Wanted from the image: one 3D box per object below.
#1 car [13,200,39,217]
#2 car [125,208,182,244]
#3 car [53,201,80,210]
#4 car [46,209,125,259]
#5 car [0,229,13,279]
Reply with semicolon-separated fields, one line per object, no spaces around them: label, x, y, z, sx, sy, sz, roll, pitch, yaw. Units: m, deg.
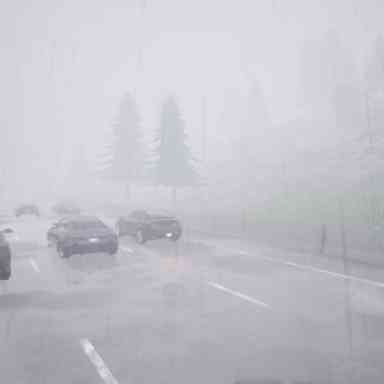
car;-15.403;1.491;30.884;1.812;1.442;4.674;0;1;-32
car;-2.268;1.563;16.261;1.837;1.490;4.892;0;0;-32
car;-12.307;1.535;32.530;1.994;1.385;4.181;0;1;-32
car;-4.423;1.616;13.087;1.994;1.385;4.181;0;0;-32
car;-6.377;1.554;9.590;1.837;1.490;4.892;0;0;-32
